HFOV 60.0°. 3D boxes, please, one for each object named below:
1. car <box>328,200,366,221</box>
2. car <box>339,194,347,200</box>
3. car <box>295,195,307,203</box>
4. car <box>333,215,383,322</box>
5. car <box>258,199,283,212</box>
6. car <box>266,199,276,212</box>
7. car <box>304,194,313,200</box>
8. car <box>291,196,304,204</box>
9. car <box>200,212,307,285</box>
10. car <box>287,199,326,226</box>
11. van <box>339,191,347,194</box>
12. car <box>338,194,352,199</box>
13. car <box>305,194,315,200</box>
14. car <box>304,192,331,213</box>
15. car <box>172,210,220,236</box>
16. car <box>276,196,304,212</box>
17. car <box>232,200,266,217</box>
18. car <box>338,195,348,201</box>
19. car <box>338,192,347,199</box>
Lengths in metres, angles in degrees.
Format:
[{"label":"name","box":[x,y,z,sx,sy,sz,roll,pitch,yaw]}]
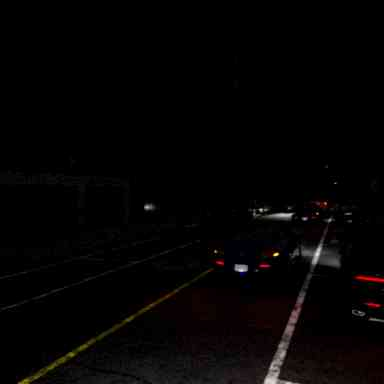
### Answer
[{"label":"car","box":[9.956,1.444,21.106,2.008,1.369,4.403,-2,0,24]},{"label":"car","box":[37.028,1.199,81.696,1.802,1.307,4.206,-2,0,24]},{"label":"car","box":[22.747,1.439,69.401,1.887,1.381,4.507,-2,0,24]},{"label":"car","box":[4.017,1.451,6.878,1.837,1.490,4.892,-2,0,24]},{"label":"car","box":[9.382,1.580,39.488,2.008,1.369,4.403,-2,0,24]},{"label":"car","box":[7.061,1.578,34.295,1.752,1.417,4.829,-2,0,24]},{"label":"car","box":[29.631,1.346,84.809,1.752,1.417,4.829,-2,0,24]},{"label":"car","box":[20.429,1.468,64.214,2.008,1.369,4.403,-2,0,24]},{"label":"car","box":[2.040,1.540,9.608,1.812,1.442,4.674,-2,0,24]},{"label":"car","box":[7.977,1.480,22.884,1.812,1.442,4.674,-2,0,24]},{"label":"van","box":[27.752,1.055,60.950,1.690,1.788,3.998,-2,0,24]},{"label":"car","box":[14.456,1.289,31.185,1.967,1.590,4.097,-2,0,24]},{"label":"car","box":[32.008,1.366,90.128,1.947,1.339,4.313,-2,0,24]},{"label":"car","box":[13.676,1.251,35.909,2.097,1.767,4.553,-2,0,24]},{"label":"car","box":[0.378,1.701,19.335,1.802,1.307,4.206,-2,0,24]},{"label":"car","box":[11.284,1.460,37.405,2.128,1.511,4.902,-2,0,24]},{"label":"car","box":[4.877,1.514,29.413,1.967,1.590,4.097,-2,0,24]},{"label":"car","box":[32.393,1.249,71.322,1.802,1.307,4.206,-2,0,24]},{"label":"car","box":[39.339,0.905,86.885,2.192,1.841,5.009,-2,0,24]}]
